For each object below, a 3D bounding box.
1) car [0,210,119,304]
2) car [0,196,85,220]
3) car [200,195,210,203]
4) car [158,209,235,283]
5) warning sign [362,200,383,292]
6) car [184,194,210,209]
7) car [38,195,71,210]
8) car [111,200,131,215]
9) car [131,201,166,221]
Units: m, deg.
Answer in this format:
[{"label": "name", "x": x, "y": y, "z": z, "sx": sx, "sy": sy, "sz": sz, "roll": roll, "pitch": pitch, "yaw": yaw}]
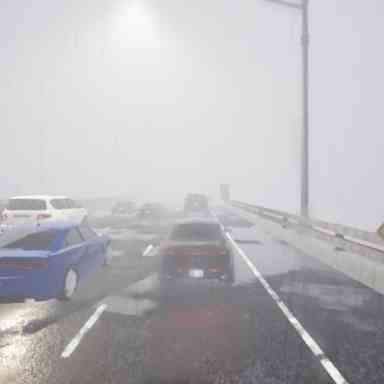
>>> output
[{"label": "car", "x": -3.407, "y": 1.459, "z": 8.249, "sx": 1.882, "sy": 1.535, "sz": 5.008, "roll": 0, "pitch": 0, "yaw": 1}, {"label": "car", "x": -6.813, "y": 1.189, "z": 16.067, "sx": 2.150, "sy": 2.045, "sz": 5.566, "roll": 0, "pitch": 0, "yaw": 1}, {"label": "car", "x": 2.568, "y": 1.438, "z": 66.609, "sx": 1.812, "sy": 1.442, "sz": 4.674, "roll": 0, "pitch": 0, "yaw": 2}, {"label": "car", "x": 0.114, "y": 1.486, "z": 9.615, "sx": 1.837, "sy": 1.490, "sz": 4.892, "roll": 0, "pitch": 1, "yaw": 1}, {"label": "warning sign", "x": 4.554, "y": 1.100, "z": 7.084, "sx": 1.300, "sy": 1.860, "sz": 1.060, "roll": -1, "pitch": -1, "yaw": 0}, {"label": "car", "x": 0.408, "y": 1.166, "z": 31.242, "sx": 2.150, "sy": 2.045, "sz": 5.566, "roll": 0, "pitch": 0, "yaw": 1}, {"label": "car", "x": -17.054, "y": 1.288, "z": 41.438, "sx": 2.097, "sy": 1.767, "sz": 4.553, "roll": 0, "pitch": 0, "yaw": 2}, {"label": "car", "x": -6.560, "y": 1.508, "z": 32.828, "sx": 1.994, "sy": 1.385, "sz": 4.181, "roll": 0, "pitch": 0, "yaw": 1}, {"label": "car", "x": -3.181, "y": 1.499, "z": 26.746, "sx": 2.033, "sy": 1.411, "sz": 5.357, "roll": 0, "pitch": 0, "yaw": 1}]
